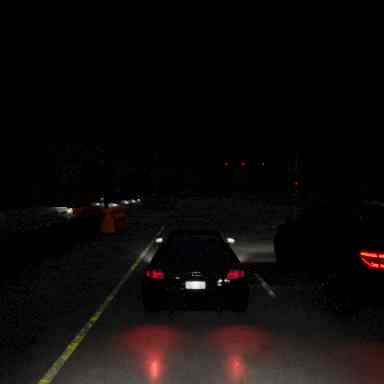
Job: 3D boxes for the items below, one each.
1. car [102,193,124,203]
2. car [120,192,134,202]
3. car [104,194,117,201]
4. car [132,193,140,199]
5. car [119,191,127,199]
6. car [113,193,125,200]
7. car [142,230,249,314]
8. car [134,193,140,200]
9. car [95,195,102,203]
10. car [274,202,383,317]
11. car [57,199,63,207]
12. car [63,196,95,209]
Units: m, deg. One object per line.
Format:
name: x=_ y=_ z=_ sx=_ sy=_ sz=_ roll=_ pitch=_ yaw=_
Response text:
car: x=-14.347 y=1.404 z=60.660 sx=1.895 sy=1.301 sz=4.718 roll=0 pitch=0 yaw=0
car: x=-14.340 y=0.984 z=70.585 sx=2.150 sy=2.045 sz=5.566 roll=0 pitch=0 yaw=0
car: x=-17.854 y=1.248 z=72.968 sx=1.837 sy=1.490 sz=4.892 roll=0 pitch=0 yaw=0
car: x=-15.210 y=1.170 z=90.572 sx=1.837 sy=1.490 sz=4.892 roll=0 pitch=0 yaw=-7
car: x=-19.056 y=0.887 z=92.412 sx=2.150 sy=2.045 sz=5.566 roll=0 pitch=0 yaw=-11
car: x=-17.943 y=1.064 z=81.893 sx=2.097 sy=1.767 sz=4.553 roll=0 pitch=0 yaw=0
car: x=0.069 y=1.563 z=7.698 sx=1.994 sy=1.385 sz=4.181 roll=0 pitch=0 yaw=0
car: x=-14.410 y=1.311 z=80.302 sx=1.895 sy=1.301 sz=4.718 roll=0 pitch=0 yaw=0
car: x=-17.836 y=1.339 z=63.336 sx=2.033 sy=1.411 sz=5.357 roll=0 pitch=0 yaw=0
car: x=3.591 y=1.221 z=7.627 sx=2.150 sy=2.045 sz=5.566 roll=0 pitch=0 yaw=-2
car: x=-17.811 y=1.405 z=48.392 sx=2.033 sy=1.411 sz=5.357 roll=0 pitch=0 yaw=0
car: x=-14.277 y=1.452 z=42.108 sx=1.994 sy=1.385 sz=4.181 roll=0 pitch=0 yaw=0
